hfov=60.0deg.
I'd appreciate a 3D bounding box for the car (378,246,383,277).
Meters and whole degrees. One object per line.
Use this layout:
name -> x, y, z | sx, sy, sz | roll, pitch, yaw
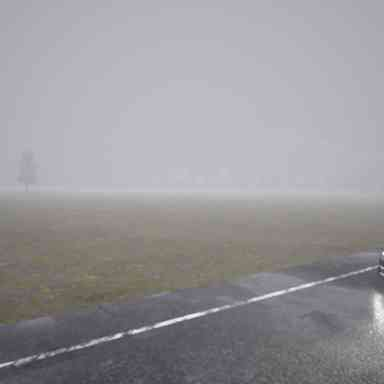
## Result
car -> 6.743, 1.491, 8.675 | 4.902, 1.511, 2.128 | 0, 0, -35
